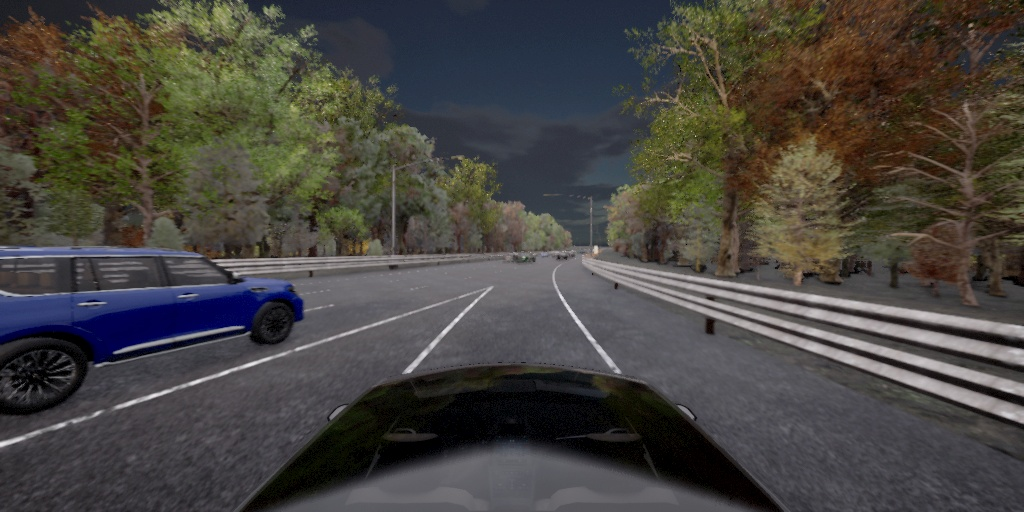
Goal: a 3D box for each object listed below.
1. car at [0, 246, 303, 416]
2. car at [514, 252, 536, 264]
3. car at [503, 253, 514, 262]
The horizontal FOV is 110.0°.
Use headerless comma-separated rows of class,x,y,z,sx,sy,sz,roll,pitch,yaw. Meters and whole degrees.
car,-6.419,0.866,6.113,2.150,2.045,5.566,1,1,14
car,2.263,0.204,54.421,2.097,1.767,4.553,1,1,14
car,-0.079,0.228,59.414,2.128,1.511,4.902,1,1,14
